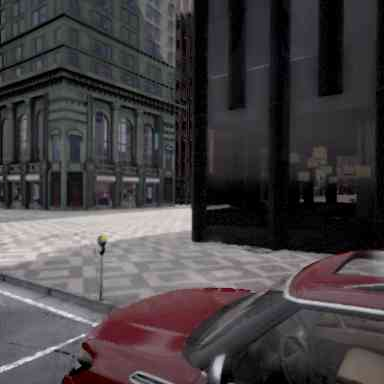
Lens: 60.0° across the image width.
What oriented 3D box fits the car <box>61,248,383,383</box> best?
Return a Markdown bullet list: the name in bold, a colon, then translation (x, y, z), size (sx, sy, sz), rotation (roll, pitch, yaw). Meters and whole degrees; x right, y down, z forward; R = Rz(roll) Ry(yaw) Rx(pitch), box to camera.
- **car**: translation (1.337, 1.315, 2.025), size (5.009, 1.841, 2.192), rotation (0, 1, 36)
